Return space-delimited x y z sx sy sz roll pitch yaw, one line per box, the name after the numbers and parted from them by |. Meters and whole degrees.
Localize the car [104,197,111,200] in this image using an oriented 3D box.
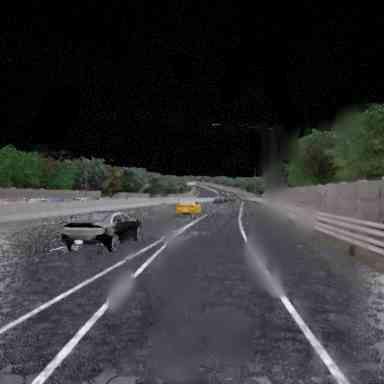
-18.974 1.859 74.279 1.837 1.490 4.892 0 -1 9 | car

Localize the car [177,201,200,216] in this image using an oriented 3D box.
-0.282 1.641 34.926 1.882 1.535 5.008 0 0 9 | car

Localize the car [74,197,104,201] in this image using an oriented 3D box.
-17.924 1.807 58.334 2.033 1.411 5.357 0 0 9 | car

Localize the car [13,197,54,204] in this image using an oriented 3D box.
-20.362 1.690 42.998 1.812 1.442 4.674 0 0 9 | car

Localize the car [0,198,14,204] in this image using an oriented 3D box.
-23.822 1.512 43.523 2.097 1.767 4.553 0 0 9 | car

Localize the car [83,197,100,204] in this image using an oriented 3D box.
-22.464 1.855 74.614 1.837 1.490 4.892 0 -1 9 | car

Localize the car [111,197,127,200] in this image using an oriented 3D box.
-15.485 1.905 73.939 2.033 1.411 5.357 0 -1 9 | car

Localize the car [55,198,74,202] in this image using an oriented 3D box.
-21.378 1.803 58.882 2.033 1.411 5.357 0 0 9 | car

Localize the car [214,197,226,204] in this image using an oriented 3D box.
6.226 1.968 76.915 1.837 1.490 4.892 0 -1 9 | car

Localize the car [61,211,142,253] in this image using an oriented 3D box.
-3.540 1.523 13.907 2.128 1.511 4.902 0 0 9 | car
